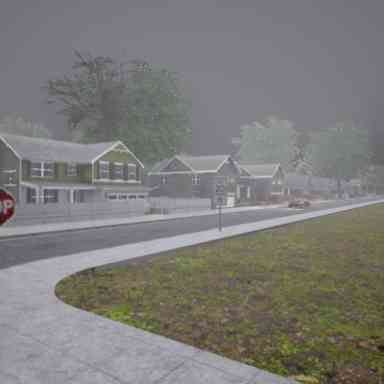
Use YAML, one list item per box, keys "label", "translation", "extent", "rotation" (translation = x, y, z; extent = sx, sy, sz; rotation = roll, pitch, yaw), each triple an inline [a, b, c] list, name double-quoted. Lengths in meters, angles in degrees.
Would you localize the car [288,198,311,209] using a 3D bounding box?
- label: "car"
  translation: [15.031, 1.505, 46.173]
  extent: [2.033, 1.411, 5.357]
  rotation: [0, 0, 35]
